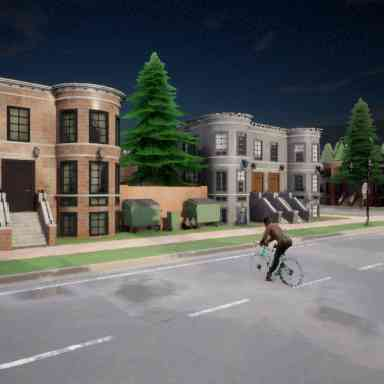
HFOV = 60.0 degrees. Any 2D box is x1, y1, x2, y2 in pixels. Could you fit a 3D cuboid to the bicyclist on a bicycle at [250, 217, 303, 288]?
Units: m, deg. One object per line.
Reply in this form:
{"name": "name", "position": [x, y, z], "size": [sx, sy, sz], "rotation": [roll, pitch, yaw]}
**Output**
{"name": "bicyclist on a bicycle", "position": [2.011, 1.455, 8.196], "size": [0.582, 1.620, 1.656], "rotation": [0, -2, -36]}
